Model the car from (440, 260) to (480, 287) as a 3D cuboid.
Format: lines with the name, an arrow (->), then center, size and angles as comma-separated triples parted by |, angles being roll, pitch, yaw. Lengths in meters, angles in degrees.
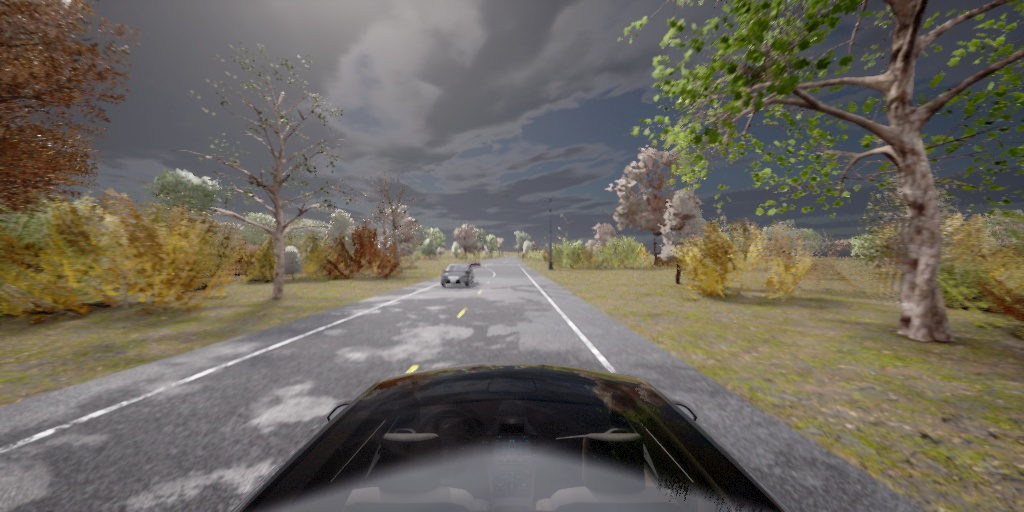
car -> -3.659, 1.258, 24.703 | 2.128, 1.511, 4.902 | 0, 0, 0

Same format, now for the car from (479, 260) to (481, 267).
car -> -6.544, 1.344, 64.978 | 1.895, 1.301, 4.718 | 0, 0, -5
